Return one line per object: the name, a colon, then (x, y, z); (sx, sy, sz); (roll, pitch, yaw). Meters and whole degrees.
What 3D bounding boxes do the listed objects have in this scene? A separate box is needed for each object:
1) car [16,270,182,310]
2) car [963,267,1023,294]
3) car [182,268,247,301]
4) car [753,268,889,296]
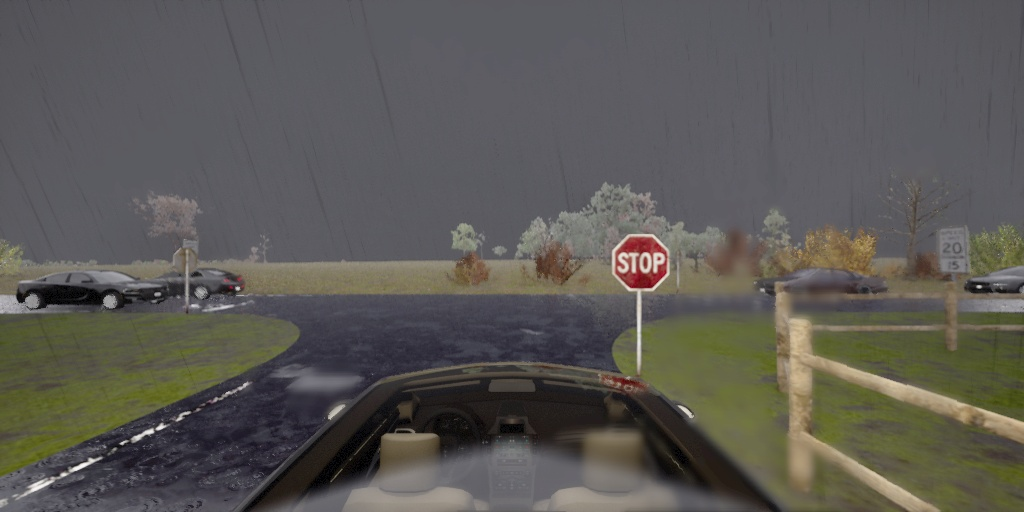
car: (-17.001, 1.317, 14.722); (5.008, 1.535, 1.882); (0, 0, 1)
car: (25.018, 1.246, 17.338); (4.892, 1.490, 1.837); (0, 0, 1)
car: (-15.875, 1.349, 17.664); (4.892, 1.490, 1.837); (0, -1, 1)
car: (14.906, 1.310, 17.426); (5.357, 1.411, 2.033); (0, 0, 0)
